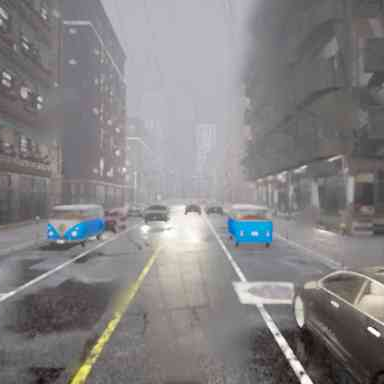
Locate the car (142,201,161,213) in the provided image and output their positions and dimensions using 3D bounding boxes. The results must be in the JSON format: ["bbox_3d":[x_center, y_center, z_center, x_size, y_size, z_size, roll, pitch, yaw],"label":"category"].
[{"bbox_3d":[-5.279,1.965,43.806,1.887,1.381,4.507,1,-1,0],"label":"car"}]

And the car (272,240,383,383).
[{"bbox_3d":[2.573,1.591,4.140,2.008,1.369,4.403,1,-1,0],"label":"car"}]

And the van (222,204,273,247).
[{"bbox_3d":[2.574,1.488,15.484,1.690,1.788,3.998,1,-1,0],"label":"van"}]

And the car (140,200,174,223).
[{"bbox_3d":[-2.844,1.744,28.004,1.882,1.535,5.008,0,-1,0],"label":"car"}]

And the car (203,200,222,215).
[{"bbox_3d":[2.568,1.931,38.164,1.947,1.339,4.313,1,-1,0],"label":"car"}]

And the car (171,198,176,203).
[{"bbox_3d":[-5.336,2.478,93.256,2.008,1.369,4.403,1,-1,0],"label":"car"}]

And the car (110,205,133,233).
[{"bbox_3d":[-5.276,1.745,21.123,1.887,1.381,4.507,1,-1,0],"label":"car"}]

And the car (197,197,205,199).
[{"bbox_3d":[2.692,2.352,81.889,1.887,1.381,4.507,1,-1,0],"label":"car"}]

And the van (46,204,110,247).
[{"bbox_3d":[-5.273,1.488,15.454,1.690,1.788,3.998,1,-1,0],"label":"van"}]

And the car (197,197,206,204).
[{"bbox_3d":[2.596,2.227,91.836,2.192,1.841,5.009,1,-1,0],"label":"car"}]

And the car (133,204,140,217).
[{"bbox_3d":[-5.278,1.860,32.464,2.008,1.369,4.403,1,-1,0],"label":"car"}]

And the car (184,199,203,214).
[{"bbox_3d":[0.091,1.912,40.248,1.812,1.442,4.674,0,-1,-1],"label":"car"}]
